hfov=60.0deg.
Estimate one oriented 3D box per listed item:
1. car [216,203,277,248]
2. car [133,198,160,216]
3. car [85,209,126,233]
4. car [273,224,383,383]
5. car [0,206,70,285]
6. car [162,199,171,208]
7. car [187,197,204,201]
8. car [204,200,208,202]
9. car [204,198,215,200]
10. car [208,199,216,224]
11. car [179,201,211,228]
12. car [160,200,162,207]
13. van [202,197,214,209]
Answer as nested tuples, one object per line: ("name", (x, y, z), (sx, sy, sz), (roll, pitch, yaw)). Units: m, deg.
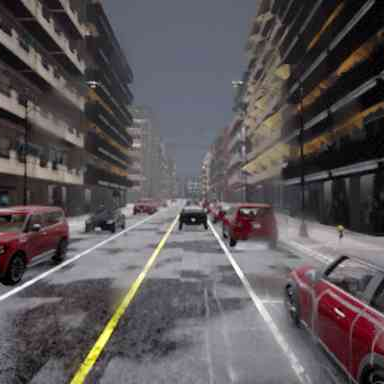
("car", (2.542, 1.432, 15.407), (2.192, 1.841, 5.009), (1, 0, 0))
("car", (-5.323, 1.623, 37.581), (2.192, 1.841, 5.009), (1, -1, 0))
("car", (-5.315, 1.728, 20.990), (1.947, 1.339, 4.313), (1, 0, 0))
("car", (2.590, 1.473, 4.345), (1.967, 1.590, 4.097), (1, 0, 0))
("car", (-5.299, 1.390, 9.929), (2.192, 1.841, 5.009), (1, 0, 0))
("car", (-5.347, 2.111, 59.703), (1.802, 1.307, 4.206), (1, -1, 0))
("car", (0.068, 1.686, 40.389), (2.097, 1.767, 4.553), (0, -1, 0))
("car", (2.518, 1.889, 37.530), (1.802, 1.307, 4.206), (1, -1, 0))
("car", (2.514, 1.729, 48.595), (2.192, 1.841, 5.009), (1, -1, 0))
("car", (2.530, 1.648, 26.469), (1.967, 1.590, 4.097), (1, -1, 0))
("car", (0.081, 1.661, 23.577), (1.882, 1.535, 5.008), (0, -1, 0))
("car", (-5.333, 1.905, 43.110), (1.887, 1.381, 4.507), (1, -1, 0))
("van", (2.509, 1.811, 54.126), (1.690, 1.788, 3.998), (1, -1, 0))
